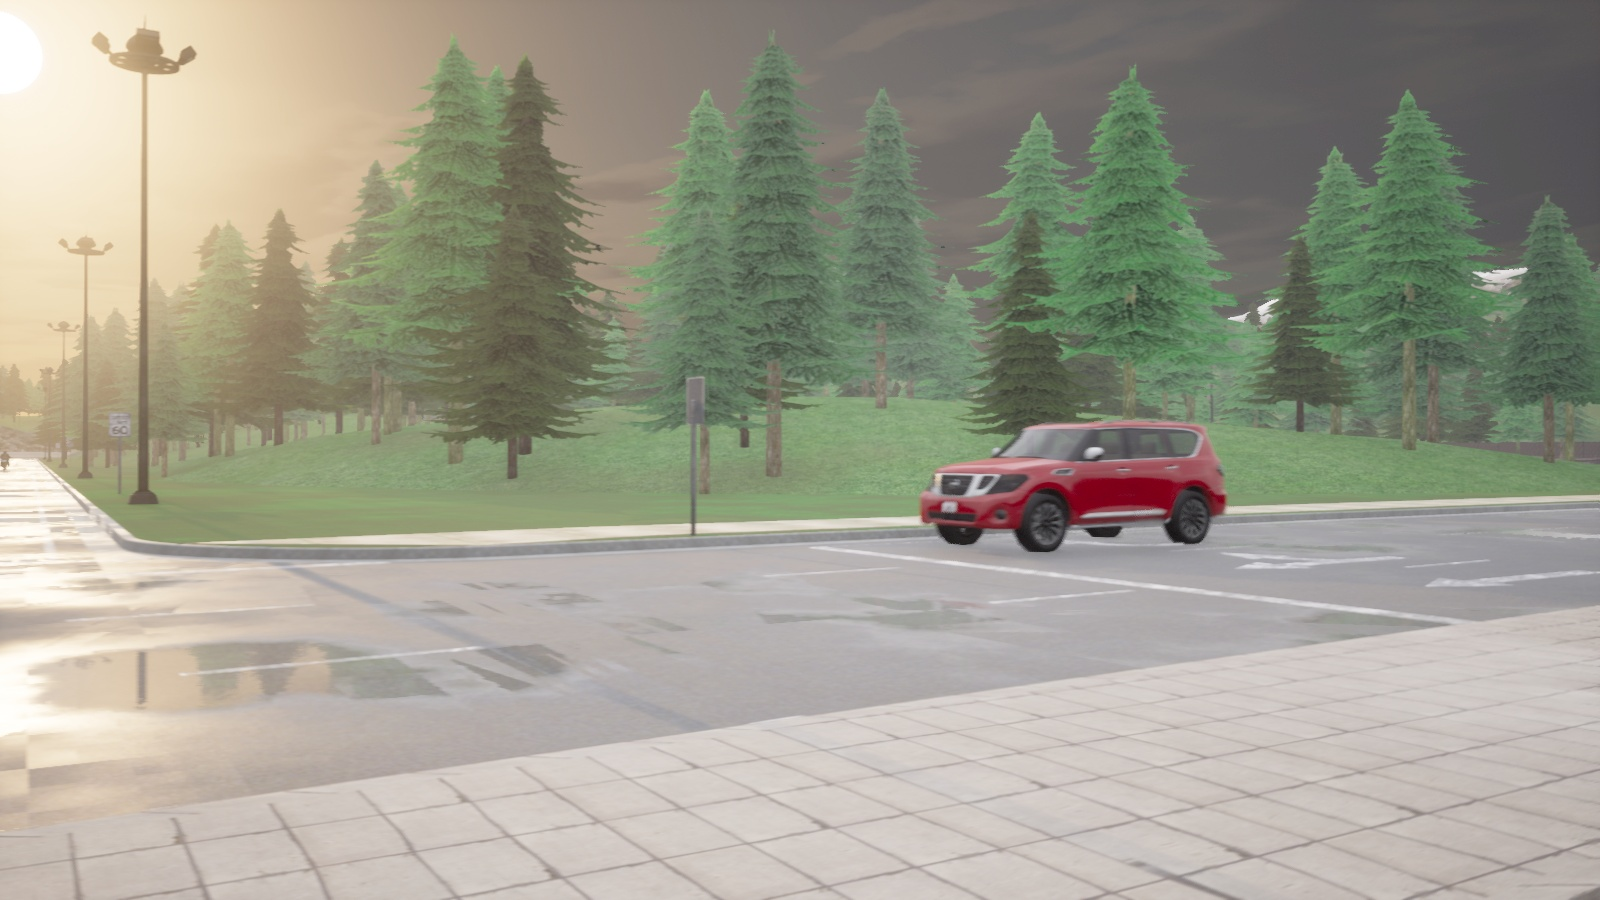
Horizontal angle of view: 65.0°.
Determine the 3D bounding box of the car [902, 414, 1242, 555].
[{"bbox_3d":[4.542,0.503,20.568,5.566,2.045,2.150,0,0,-33],"label":"car"}]
